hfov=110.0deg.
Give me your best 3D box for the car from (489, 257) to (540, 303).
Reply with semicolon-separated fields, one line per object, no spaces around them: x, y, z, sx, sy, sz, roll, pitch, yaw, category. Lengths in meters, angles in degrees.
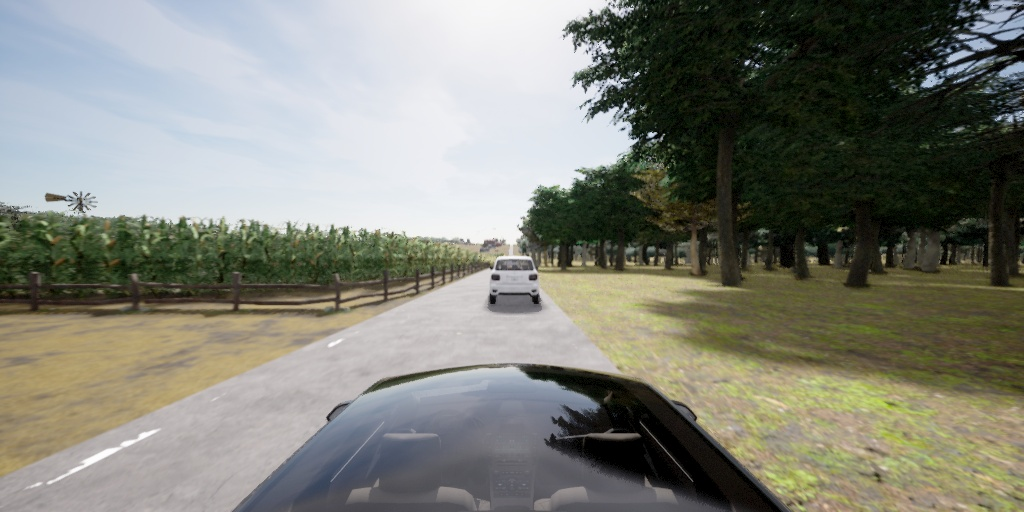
0.101;1.050;17.208;2.150;2.045;5.566;0;0;0;car
